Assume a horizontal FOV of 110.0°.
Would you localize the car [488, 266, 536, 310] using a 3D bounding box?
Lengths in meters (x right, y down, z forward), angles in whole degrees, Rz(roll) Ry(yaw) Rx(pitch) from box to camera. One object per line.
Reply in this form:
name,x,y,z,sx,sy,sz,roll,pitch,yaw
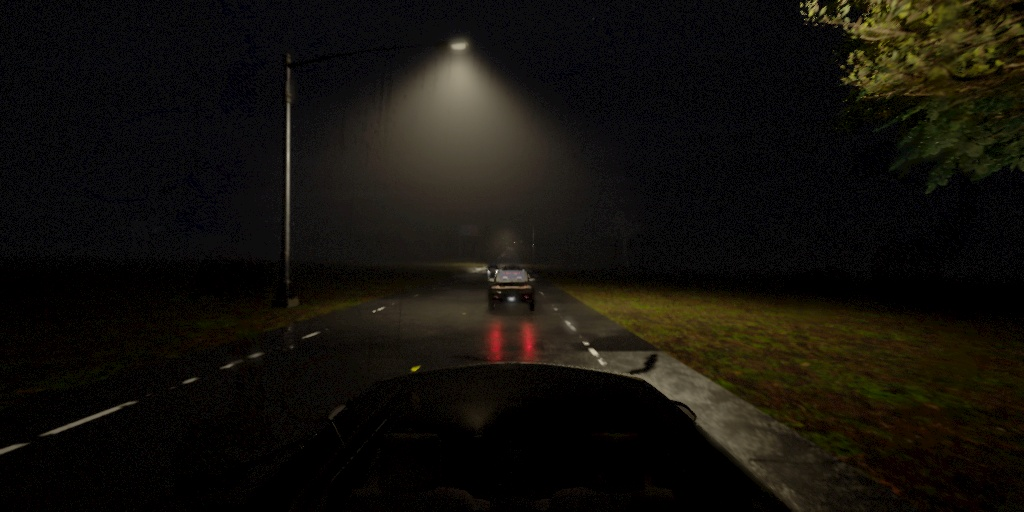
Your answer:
car,0.011,1.375,15.374,2.128,1.511,4.902,0,0,0
